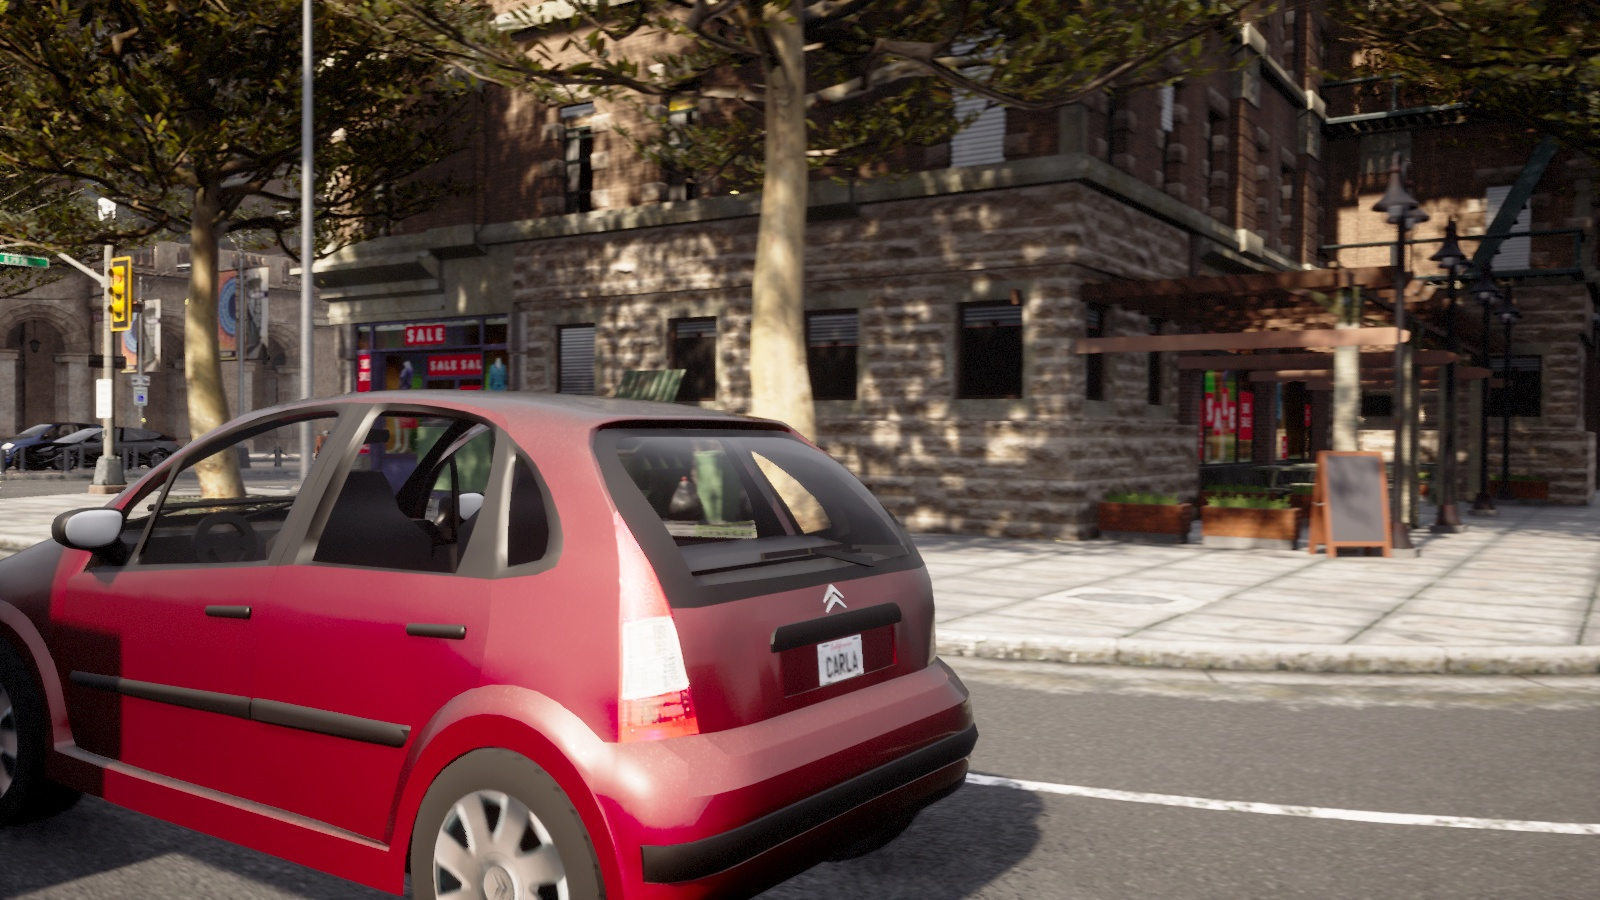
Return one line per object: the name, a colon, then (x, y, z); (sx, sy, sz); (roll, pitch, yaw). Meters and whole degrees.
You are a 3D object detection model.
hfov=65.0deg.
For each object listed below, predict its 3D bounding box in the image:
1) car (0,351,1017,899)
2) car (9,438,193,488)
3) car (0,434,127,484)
car: (-1.444, 0.580, 4.581); (3.988, 1.617, 1.851); (0, 1, 34)
car: (-22.854, 0.376, 41.213); (2.163, 1.488, 4.792); (0, 1, 35)
car: (-25.700, 0.271, 43.310); (1.851, 1.617, 3.988); (0, 1, 35)
